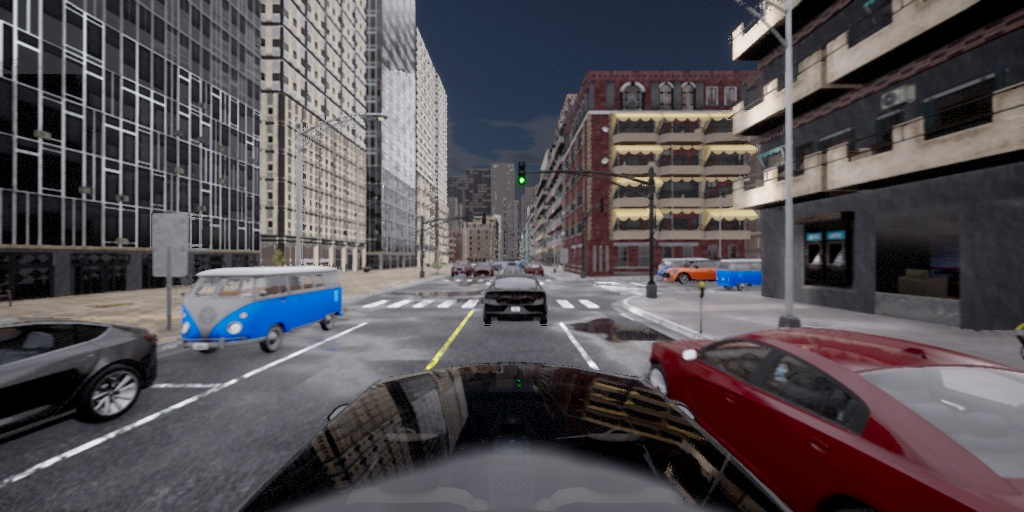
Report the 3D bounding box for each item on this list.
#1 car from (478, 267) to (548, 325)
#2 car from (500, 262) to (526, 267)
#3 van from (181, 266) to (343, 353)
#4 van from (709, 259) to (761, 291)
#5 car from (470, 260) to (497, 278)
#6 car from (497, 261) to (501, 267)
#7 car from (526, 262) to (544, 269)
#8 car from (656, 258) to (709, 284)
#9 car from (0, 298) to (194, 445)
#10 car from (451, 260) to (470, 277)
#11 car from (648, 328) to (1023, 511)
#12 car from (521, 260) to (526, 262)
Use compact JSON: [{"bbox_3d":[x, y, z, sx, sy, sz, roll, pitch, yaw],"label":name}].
[{"bbox_3d":[0.102,1.308,12.174,1.882,1.535,5.008,0,0,0],"label":"car"},{"bbox_3d":[0.108,1.576,36.654,2.033,1.411,5.357,0,0,0],"label":"car"},{"bbox_3d":[-5.691,1.144,8.649,1.690,1.789,3.998,0,0,0],"label":"van"},{"bbox_3d":[13.745,1.045,20.228,3.998,1.789,1.690,0,0,0],"label":"van"},{"bbox_3d":[-3.063,1.403,39.372,2.097,1.767,4.553,0,0,-1],"label":"car"},{"bbox_3d":[-3.013,1.753,57.669,2.033,1.411,5.357,0,-1,0],"label":"car"},{"bbox_3d":[2.695,1.610,41.036,1.888,1.381,4.507,0,0,0],"label":"car"},{"bbox_3d":[13.313,1.080,25.990,4.553,1.767,2.097,-1,0,-1],"label":"car"},{"bbox_3d":[-5.692,1.327,3.127,1.948,1.339,4.313,0,0,0],"label":"car"},{"bbox_3d":[-5.685,1.379,41.038,2.192,1.841,5.009,0,0,0],"label":"car"},{"bbox_3d":[2.688,1.306,3.124,1.888,1.381,4.507,0,0,0],"label":"car"},{"bbox_3d":[2.697,1.597,52.090,1.967,1.591,4.097,0,0,0],"label":"car"}]
